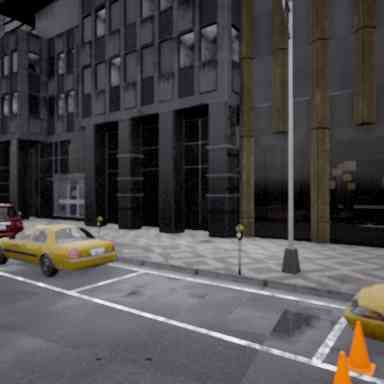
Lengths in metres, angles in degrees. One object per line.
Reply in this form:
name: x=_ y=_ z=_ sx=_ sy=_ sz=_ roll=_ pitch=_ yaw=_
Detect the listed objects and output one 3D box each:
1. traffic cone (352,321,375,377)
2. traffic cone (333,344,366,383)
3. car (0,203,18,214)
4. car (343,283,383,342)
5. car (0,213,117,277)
traffic cone: x=2.145 y=1.960 z=4.279 sx=0.340 sy=0.580 sz=0.340 roll=0 pitch=0 yaw=35
traffic cone: x=1.565 y=1.959 z=3.464 sx=0.340 sy=0.580 sz=0.340 roll=0 pitch=0 yaw=35
car: x=-8.699 y=1.362 z=13.268 sx=5.009 sy=1.841 sz=2.192 roll=0 pitch=0 yaw=35
car: x=4.454 y=1.524 z=3.909 sx=4.829 sy=1.417 sz=1.752 roll=0 pitch=0 yaw=35
car: x=-4.407 y=1.556 z=10.214 sx=4.829 sy=1.417 sz=1.752 roll=0 pitch=0 yaw=35
